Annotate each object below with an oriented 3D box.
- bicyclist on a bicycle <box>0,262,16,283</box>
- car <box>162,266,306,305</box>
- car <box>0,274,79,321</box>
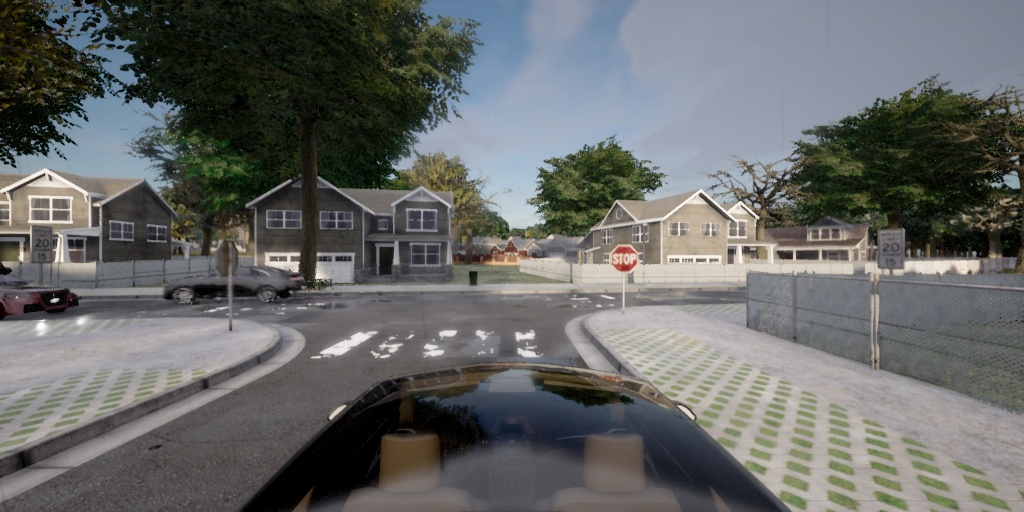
[{"bbox_3d":[-22.339,0.877,15.503,0.582,1.620,1.656,0,0,-12],"label":"bicyclist on a bicycle"},{"bbox_3d":[-11.377,1.152,14.955,4.902,1.511,2.128,0,0,-12],"label":"car"},{"bbox_3d":[-16.204,1.189,10.783,4.181,1.385,1.994,0,0,-12],"label":"car"}]
